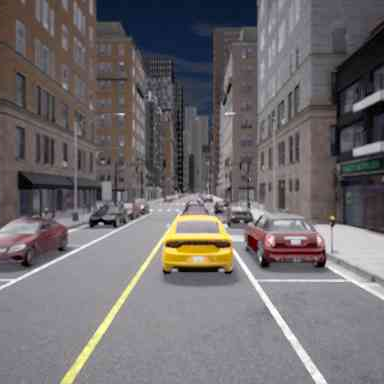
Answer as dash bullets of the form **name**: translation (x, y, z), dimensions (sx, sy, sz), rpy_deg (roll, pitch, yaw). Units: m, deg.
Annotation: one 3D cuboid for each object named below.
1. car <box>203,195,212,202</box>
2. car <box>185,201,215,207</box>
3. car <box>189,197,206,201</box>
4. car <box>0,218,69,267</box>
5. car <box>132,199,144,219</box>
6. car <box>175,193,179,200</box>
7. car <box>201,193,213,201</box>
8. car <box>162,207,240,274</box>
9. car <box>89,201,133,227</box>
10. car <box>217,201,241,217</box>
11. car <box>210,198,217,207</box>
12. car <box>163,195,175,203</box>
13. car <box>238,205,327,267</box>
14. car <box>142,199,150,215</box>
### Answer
- **car**: translation (3.457, 1.505, 75.959), dimensions (1.752, 1.417, 4.829), rpy_deg (0, 0, 1)
- **car**: translation (0.272, 1.542, 23.127), dimensions (1.994, 1.385, 4.181), rpy_deg (0, 0, 0)
- **car**: translation (0.237, 1.496, 33.040), dimensions (1.812, 1.442, 4.674), rpy_deg (0, 0, 2)
- **car**: translation (-5.594, 1.570, 11.350), dimensions (1.802, 1.307, 4.206), rpy_deg (0, 0, 0)
- **car**: translation (-5.471, 1.556, 27.854), dimensions (1.802, 1.307, 4.206), rpy_deg (0, 0, 0)
- **car**: translation (-5.018, 1.536, 81.273), dimensions (2.008, 1.369, 4.403), rpy_deg (0, 0, 1)
- **car**: translation (3.406, 1.415, 70.380), dimensions (1.967, 1.590, 4.097), rpy_deg (0, 0, 1)
- **car**: translation (0.161, 1.467, 10.510), dimensions (1.882, 1.535, 5.008), rpy_deg (0, 0, 0)
- **car**: translation (-5.512, 1.544, 22.352), dimensions (1.947, 1.339, 4.313), rpy_deg (0, 0, 0)
- **car**: translation (3.013, 1.530, 22.289), dimensions (2.008, 1.369, 4.403), rpy_deg (0, 0, 0)
- **car**: translation (3.095, 1.537, 33.291), dimensions (1.947, 1.339, 4.313), rpy_deg (0, 0, 0)
- **car**: translation (-5.119, 1.557, 70.456), dimensions (1.802, 1.307, 4.206), rpy_deg (0, 0, 1)
- **car**: translation (2.931, 1.429, 11.286), dimensions (1.967, 1.590, 4.097), rpy_deg (0, 0, 0)
- **car**: translation (-5.430, 1.410, 33.355), dimensions (1.967, 1.590, 4.097), rpy_deg (0, 0, 0)
